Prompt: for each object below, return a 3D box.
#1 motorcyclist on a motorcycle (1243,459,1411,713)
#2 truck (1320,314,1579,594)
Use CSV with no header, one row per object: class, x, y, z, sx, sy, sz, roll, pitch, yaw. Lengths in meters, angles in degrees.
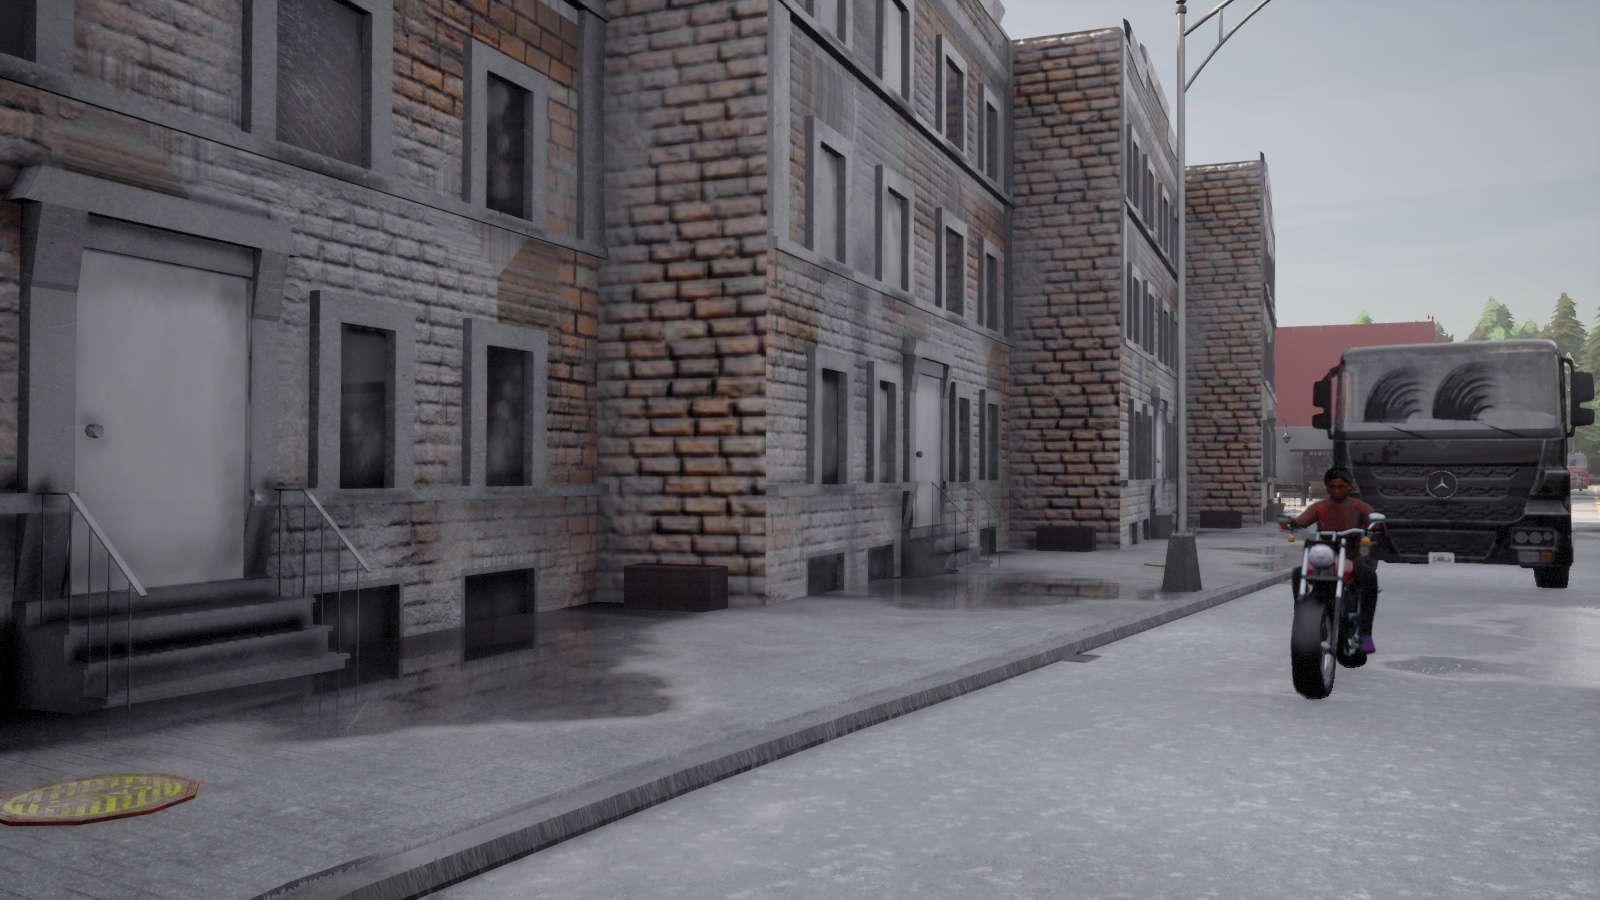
motorcyclist on a motorcycle,3.986,0.901,9.368,0.766,1.649,2.350,-1,-1,32
truck,10.411,0.109,19.618,2.891,3.462,7.936,-1,-1,32
